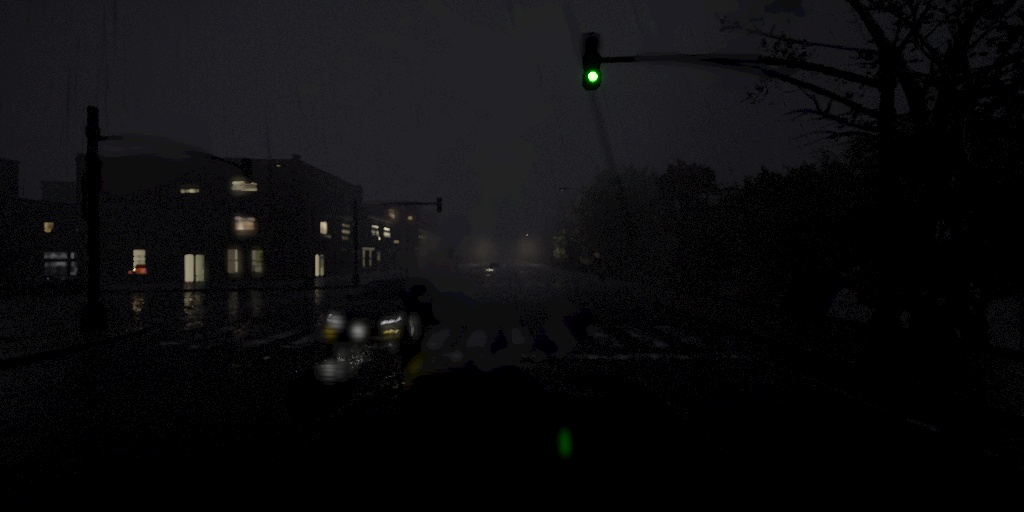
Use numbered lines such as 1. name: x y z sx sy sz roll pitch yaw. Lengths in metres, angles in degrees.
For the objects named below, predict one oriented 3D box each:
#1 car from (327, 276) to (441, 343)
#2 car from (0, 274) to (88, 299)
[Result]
1. car: -3.255 1.358 10.034 1.837 1.490 4.892 0 0 0
2. car: -28.345 1.784 21.711 4.403 1.370 2.007 0 0 -1
